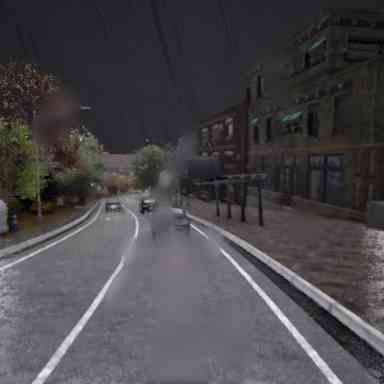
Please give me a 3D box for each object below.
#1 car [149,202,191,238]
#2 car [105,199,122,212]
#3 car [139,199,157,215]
[{"bbox_3d":[-1.191,1.487,17.546,1.837,1.490,4.892,-1,0,-7],"label":"car"},{"bbox_3d":[-9.612,1.605,40.663,2.128,1.511,4.902,-2,0,-14],"label":"car"},{"bbox_3d":[-4.623,1.475,35.664,1.882,1.535,5.008,-2,0,-13],"label":"car"}]
